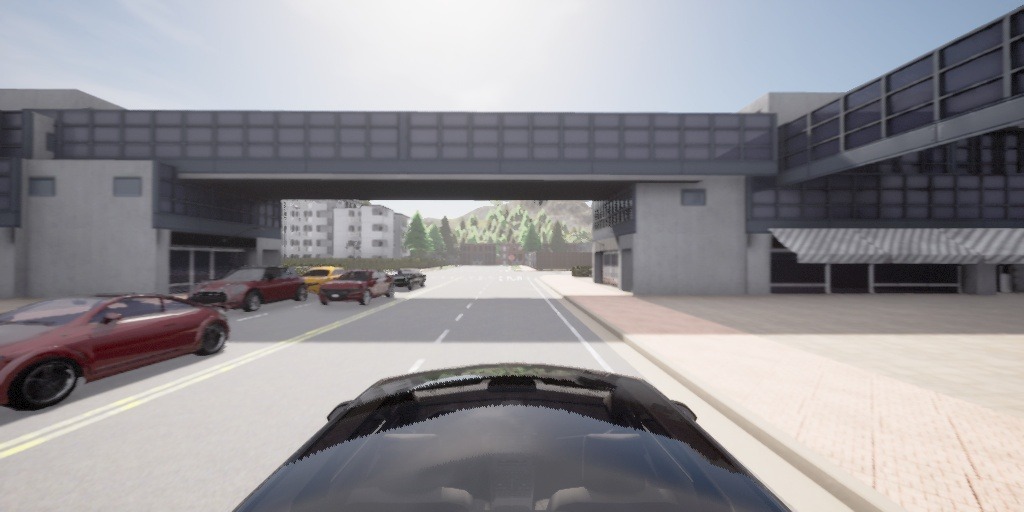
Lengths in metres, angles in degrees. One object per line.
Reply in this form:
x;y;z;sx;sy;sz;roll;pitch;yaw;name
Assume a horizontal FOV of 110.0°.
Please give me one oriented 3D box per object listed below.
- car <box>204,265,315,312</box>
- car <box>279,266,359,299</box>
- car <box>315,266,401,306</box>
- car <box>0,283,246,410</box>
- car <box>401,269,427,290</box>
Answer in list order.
-10.545;1.199;14.710;2.097;1.767;4.553;0;-1;1;car
-10.659;1.370;20.333;1.882;1.535;5.008;0;0;0;car
-7.070;1.349;16.845;1.882;1.535;5.008;0;-1;0;car
-7.107;1.340;6.028;1.994;1.385;4.181;0;-1;1;car
-7.153;1.531;24.094;1.895;1.301;4.718;0;0;0;car
